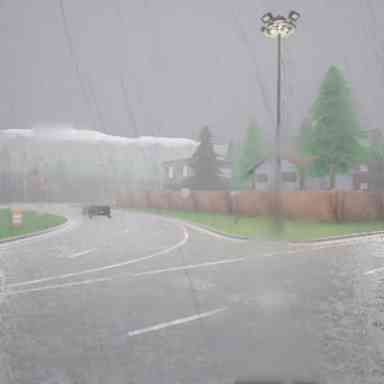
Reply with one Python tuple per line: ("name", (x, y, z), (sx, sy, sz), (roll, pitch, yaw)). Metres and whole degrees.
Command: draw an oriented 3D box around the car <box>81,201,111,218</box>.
("car", (-9.023, 1.586, 31.147), (1.882, 1.535, 5.008), (1, -1, -28))
